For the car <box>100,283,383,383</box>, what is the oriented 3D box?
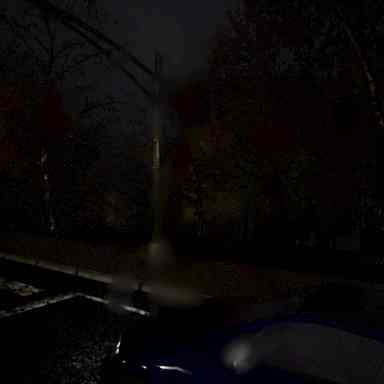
[{"bbox_3d":[1.135,1.564,2.873,4.181,1.385,1.994,0,0,35],"label":"car"}]
